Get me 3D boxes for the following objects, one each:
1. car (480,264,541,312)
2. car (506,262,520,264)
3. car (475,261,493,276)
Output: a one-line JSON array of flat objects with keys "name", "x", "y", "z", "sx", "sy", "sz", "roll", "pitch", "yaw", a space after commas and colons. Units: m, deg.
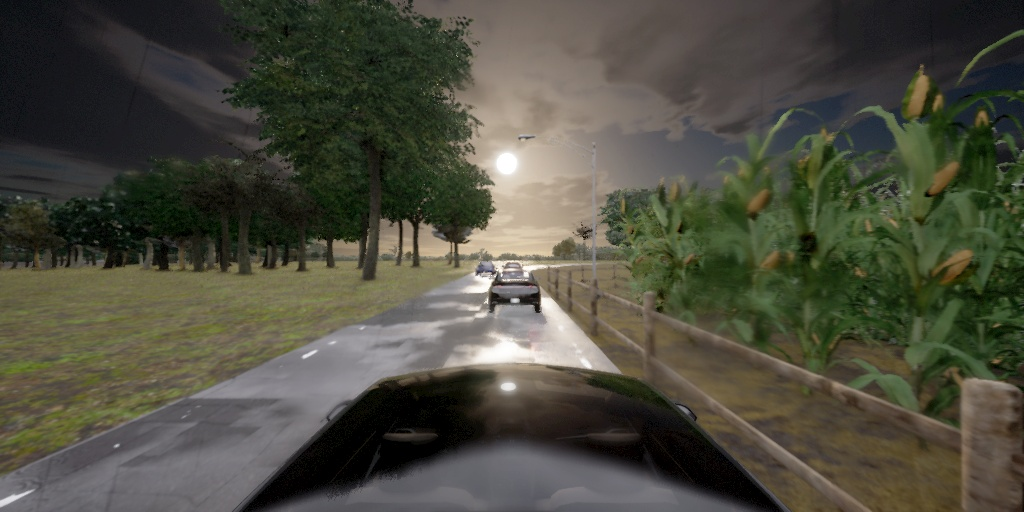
[{"name": "car", "x": 0.098, "y": 1.251, "z": 14.236, "sx": 2.128, "sy": 1.511, "sz": 4.902, "roll": 0, "pitch": 0, "yaw": 0}, {"name": "car", "x": 0.084, "y": 1.289, "z": 32.164, "sx": 1.812, "sy": 1.442, "sz": 4.674, "roll": 0, "pitch": 0, "yaw": 0}, {"name": "car", "x": -2.711, "y": 1.282, "z": 37.750, "sx": 1.812, "sy": 1.442, "sz": 4.674, "roll": 0, "pitch": 0, "yaw": 2}]
